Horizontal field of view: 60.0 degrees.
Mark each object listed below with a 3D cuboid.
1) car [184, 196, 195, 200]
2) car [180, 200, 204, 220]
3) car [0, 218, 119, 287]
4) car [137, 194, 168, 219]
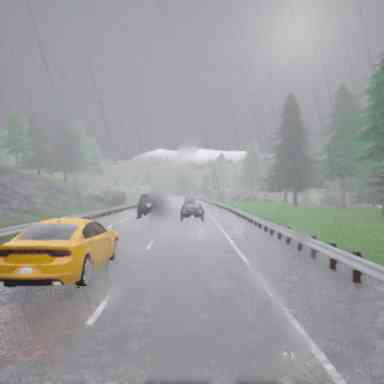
[{"bbox_3d":[-0.416,1.442,56.181,2.033,1.411,5.357,0,0,-2],"label":"car"},{"bbox_3d":[0.027,1.549,27.298,1.895,1.301,4.718,0,0,0],"label":"car"},{"bbox_3d":[-3.401,1.460,9.312,1.882,1.535,5.008,0,0,0],"label":"car"},{"bbox_3d":[-3.390,1.167,29.054,2.150,2.045,5.566,0,0,0],"label":"car"}]
